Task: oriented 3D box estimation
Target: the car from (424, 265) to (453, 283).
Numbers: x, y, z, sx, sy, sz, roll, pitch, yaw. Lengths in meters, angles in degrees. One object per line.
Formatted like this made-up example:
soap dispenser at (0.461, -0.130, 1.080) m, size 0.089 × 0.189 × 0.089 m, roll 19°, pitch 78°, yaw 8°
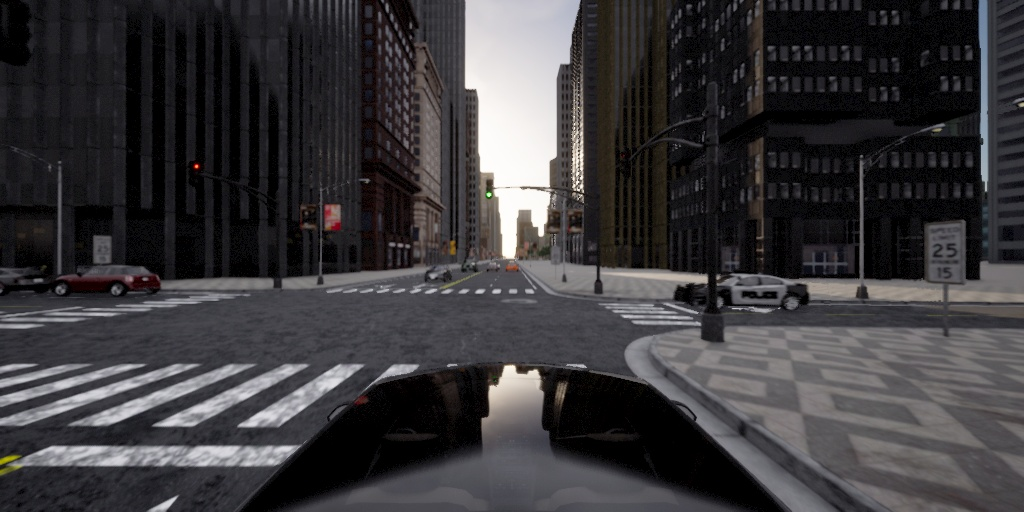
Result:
car at (-6.584, 1.554, 32.356) m, size 2.128 × 1.511 × 4.902 m, roll 0°, pitch -1°, yaw 0°

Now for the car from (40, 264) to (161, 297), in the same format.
car at (-20.655, 1.189, 18.301) m, size 4.097 × 1.591 × 1.967 m, roll 0°, pitch 0°, yaw 0°

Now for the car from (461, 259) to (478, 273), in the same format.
car at (-6.515, 1.506, 55.591) m, size 2.150 × 2.045 × 5.566 m, roll 0°, pitch -1°, yaw 1°

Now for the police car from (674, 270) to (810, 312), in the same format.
police car at (9.819, 1.438, 15.502) m, size 5.238 × 1.638 × 1.930 m, roll 0°, pitch 0°, yaw 0°

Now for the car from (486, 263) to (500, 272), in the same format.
car at (-3.235, 1.861, 58.988) m, size 2.033 × 1.411 × 5.357 m, roll 0°, pitch -1°, yaw 0°

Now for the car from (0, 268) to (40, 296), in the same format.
car at (-26.279, 1.264, 18.321) m, size 4.313 × 1.339 × 1.948 m, roll 0°, pitch 0°, yaw 0°

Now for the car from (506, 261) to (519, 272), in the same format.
car at (0.016, 1.669, 59.377) m, size 2.097 × 1.767 × 4.553 m, roll 0°, pitch -1°, yaw 0°
